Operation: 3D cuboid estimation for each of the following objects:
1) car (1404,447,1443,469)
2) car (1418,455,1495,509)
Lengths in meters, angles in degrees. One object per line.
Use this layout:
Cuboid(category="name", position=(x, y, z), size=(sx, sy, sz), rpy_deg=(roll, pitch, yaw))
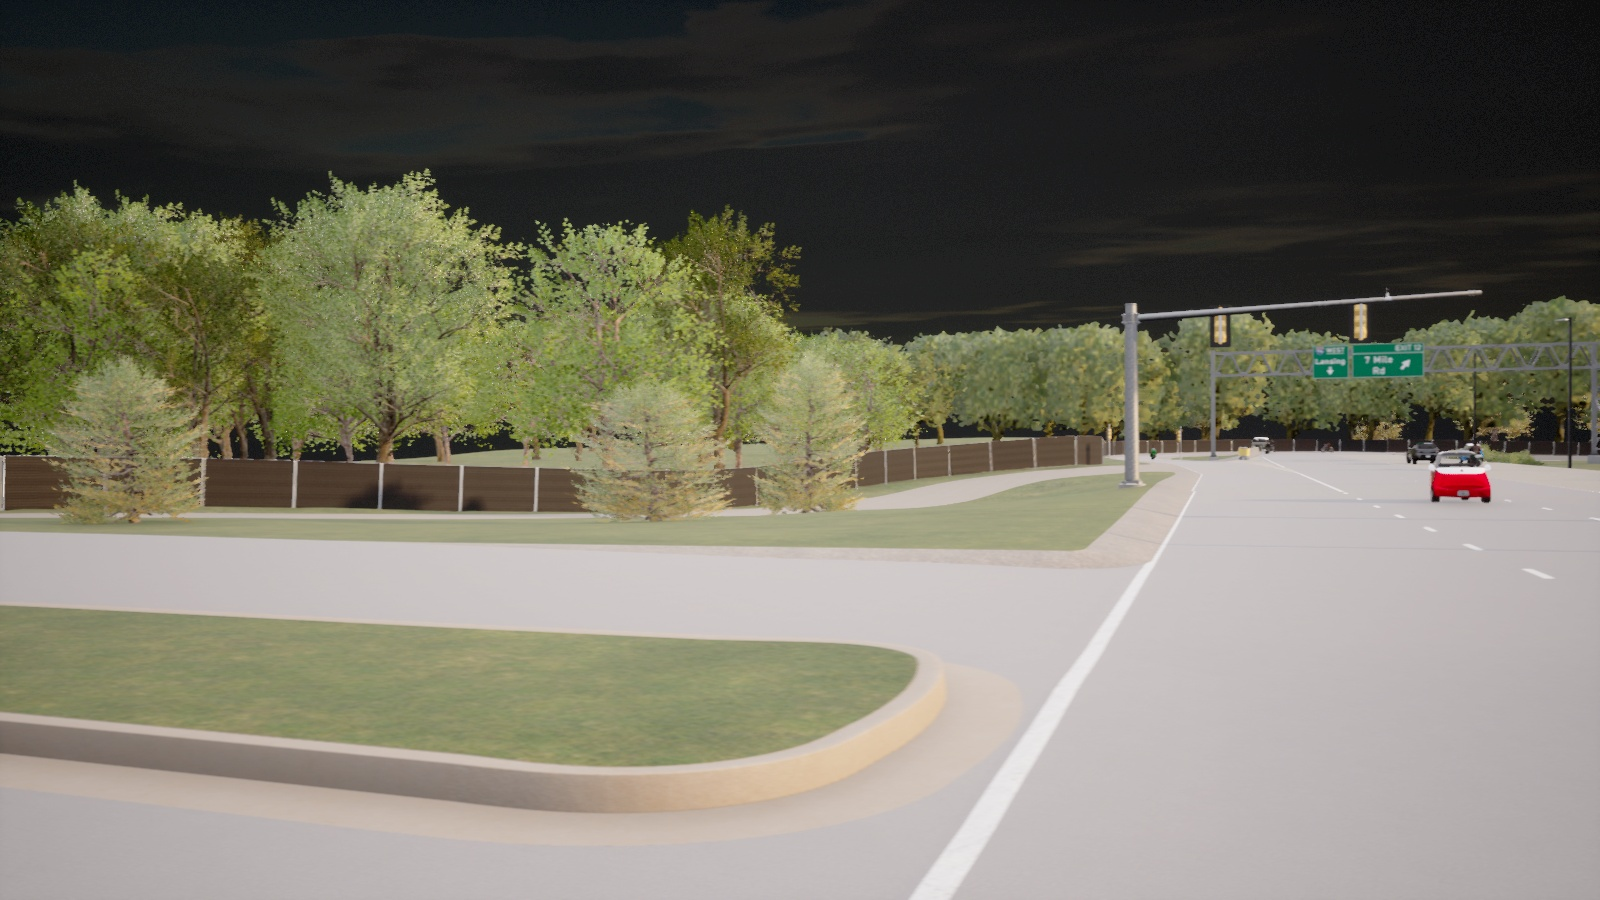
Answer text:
Cuboid(category="car", position=(42.655, 0.536, 85.979), size=(1.816, 1.474, 4.193), rpy_deg=(0, 0, 19))
Cuboid(category="car", position=(17.504, 0.832, 33.555), size=(1.481, 1.376, 2.207), rpy_deg=(0, 0, 19))
